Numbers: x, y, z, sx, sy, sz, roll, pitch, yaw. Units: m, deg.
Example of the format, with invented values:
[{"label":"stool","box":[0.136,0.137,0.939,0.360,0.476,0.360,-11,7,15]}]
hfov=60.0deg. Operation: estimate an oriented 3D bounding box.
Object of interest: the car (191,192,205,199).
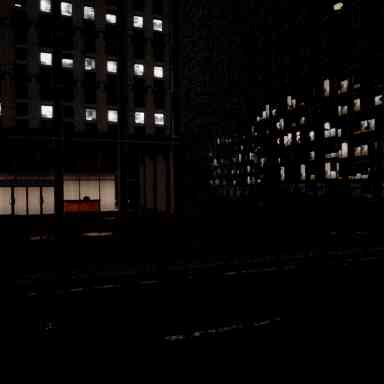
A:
[{"label":"car","box":[1.524,0.705,80.236,1.967,1.590,4.097,0,1,-21]}]

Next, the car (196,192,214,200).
[{"label":"car","box":[2.754,0.878,69.852,1.882,1.535,5.008,-1,1,-21]}]

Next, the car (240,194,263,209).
[{"label":"car","box":[8.002,1.331,40.091,1.947,1.339,4.313,0,1,-21]}]

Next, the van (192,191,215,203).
[{"label":"van","box":[1.905,0.951,56.010,1.690,1.788,3.998,0,1,-21]}]

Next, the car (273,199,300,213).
[{"label":"car","box":[9.997,1.399,34.769,1.802,1.307,4.206,0,1,-21]}]

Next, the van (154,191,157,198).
[{"label":"van","box":[-8.342,0.686,82.517,1.690,1.788,3.998,0,1,-21]}]

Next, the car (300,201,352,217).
[{"label":"car","box":[12.030,1.434,29.459,1.947,1.339,4.313,0,1,-21]}]

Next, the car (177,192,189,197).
[{"label":"car","box":[-2.574,0.709,90.840,2.008,1.369,4.403,0,1,-21]}]

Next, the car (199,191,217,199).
[{"label":"car","box":[3.573,0.633,74.934,2.192,1.841,5.009,0,1,-21]}]

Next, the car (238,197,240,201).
[{"label":"car","box":[9.722,1.058,59.032,1.802,1.307,4.206,0,1,-21]}]

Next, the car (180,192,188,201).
[{"label":"car","box":[-2.194,1.055,66.615,2.008,1.369,4.403,0,1,-21]}]

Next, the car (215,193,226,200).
[{"label":"car","box":[5.623,0.953,69.636,1.802,1.307,4.206,0,1,-21]}]

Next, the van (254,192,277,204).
[{"label":"van","box":[11.769,0.869,53.728,1.690,1.788,3.998,0,1,-21]}]
